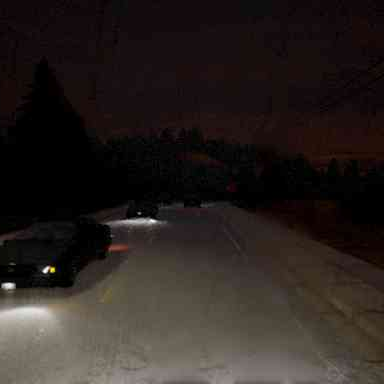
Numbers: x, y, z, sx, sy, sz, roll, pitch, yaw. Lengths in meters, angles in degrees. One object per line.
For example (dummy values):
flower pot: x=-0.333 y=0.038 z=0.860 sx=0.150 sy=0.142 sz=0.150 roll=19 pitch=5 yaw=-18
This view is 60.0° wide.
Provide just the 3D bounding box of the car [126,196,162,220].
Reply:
car: x=-3.601 y=1.235 z=24.709 sx=1.994 sy=1.385 sz=4.181 roll=0 pitch=1 yaw=0

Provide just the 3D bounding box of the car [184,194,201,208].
car: x=0.046 y=0.970 z=38.226 sx=1.882 sy=1.535 sz=5.008 roll=0 pitch=1 yaw=0

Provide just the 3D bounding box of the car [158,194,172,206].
car: x=-3.512 y=0.901 z=41.810 sx=2.033 sy=1.411 sz=5.357 roll=0 pitch=1 yaw=0

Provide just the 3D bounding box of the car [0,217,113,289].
car: x=-3.602 y=1.426 z=9.194 sx=2.033 sy=1.411 sz=5.357 roll=0 pitch=1 yaw=0
